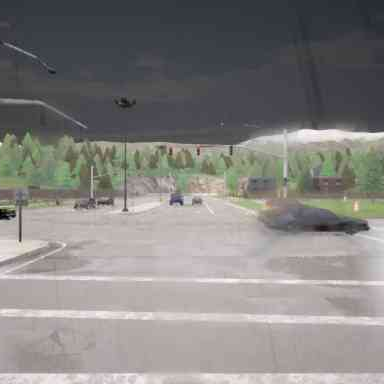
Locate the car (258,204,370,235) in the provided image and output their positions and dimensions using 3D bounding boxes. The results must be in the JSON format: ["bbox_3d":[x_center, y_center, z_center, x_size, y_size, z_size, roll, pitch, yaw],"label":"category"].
[{"bbox_3d":[6.584,1.547,18.038,5.357,1.411,2.033,0,0,0],"label":"car"}]

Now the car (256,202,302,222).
[{"bbox_3d":[6.909,1.547,21.536,5.357,1.411,2.033,0,0,0],"label":"car"}]

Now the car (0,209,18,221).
[{"bbox_3d":[-15.912,1.601,25.208,4.718,1.301,1.895,0,0,0],"label":"car"}]

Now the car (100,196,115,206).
[{"bbox_3d":[-14.323,1.478,55.486,1.882,1.535,5.008,0,0,1],"label":"car"}]

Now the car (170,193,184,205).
[{"bbox_3d":[-2.631,1.222,57.371,2.150,2.045,5.566,0,0,1],"label":"car"}]

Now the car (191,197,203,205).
[{"bbox_3d":[0.883,1.547,58.264,2.033,1.411,5.357,0,0,1],"label":"car"}]

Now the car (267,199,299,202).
[{"bbox_3d":[7.512,1.352,25.031,4.553,1.767,2.097,0,0,0],"label":"car"}]

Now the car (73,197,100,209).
[{"bbox_3d":[-14.491,1.505,45.176,1.837,1.490,4.892,0,0,1],"label":"car"}]
